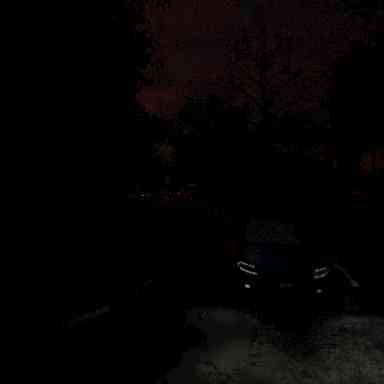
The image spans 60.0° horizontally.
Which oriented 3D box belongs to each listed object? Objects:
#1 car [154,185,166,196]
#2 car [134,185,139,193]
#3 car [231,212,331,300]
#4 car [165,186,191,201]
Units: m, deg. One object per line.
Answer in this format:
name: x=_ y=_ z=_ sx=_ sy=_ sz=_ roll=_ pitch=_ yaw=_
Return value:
car: x=-4.303 y=-0.217 z=48.641 sx=1.882 sy=1.535 sz=5.008 roll=1 pitch=2 yaw=-16
car: x=-8.271 y=-0.353 z=49.977 sx=1.812 sy=1.442 sz=4.674 roll=1 pitch=2 yaw=-16
car: x=2.044 y=1.335 z=8.474 sx=1.882 sy=1.535 sz=5.008 roll=2 pitch=2 yaw=8
car: x=-1.447 y=0.245 z=38.882 sx=1.812 sy=1.442 sz=4.674 roll=1 pitch=2 yaw=-16
